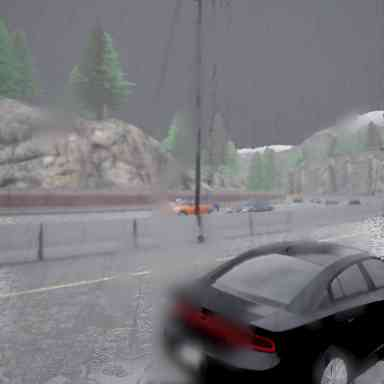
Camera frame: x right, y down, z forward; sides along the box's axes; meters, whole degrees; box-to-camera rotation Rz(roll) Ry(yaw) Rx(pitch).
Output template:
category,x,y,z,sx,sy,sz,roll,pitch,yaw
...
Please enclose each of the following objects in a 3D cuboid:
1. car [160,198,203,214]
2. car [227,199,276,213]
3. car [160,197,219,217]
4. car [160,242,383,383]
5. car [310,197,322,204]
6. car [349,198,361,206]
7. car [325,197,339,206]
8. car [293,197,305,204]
category,x,y,z,sx,sy,sz,roll,pitch,yaw
car,-1.103,1.456,35.678,1.812,1.442,4.674,1,0,43
car,4.804,1.361,26.728,2.097,1.767,4.553,1,0,44
car,-0.332,1.305,26.580,4.553,1.767,2.097,1,0,-44
car,1.907,1.488,4.878,5.008,1.535,1.882,0,1,-39
car,24.994,1.682,66.737,2.128,1.511,4.902,1,0,28
car,29.534,1.827,60.223,1.895,1.301,4.718,1,0,28
car,25.061,1.662,59.347,1.882,1.535,5.008,1,0,30
car,22.086,1.677,68.734,2.033,1.411,5.357,1,0,26
